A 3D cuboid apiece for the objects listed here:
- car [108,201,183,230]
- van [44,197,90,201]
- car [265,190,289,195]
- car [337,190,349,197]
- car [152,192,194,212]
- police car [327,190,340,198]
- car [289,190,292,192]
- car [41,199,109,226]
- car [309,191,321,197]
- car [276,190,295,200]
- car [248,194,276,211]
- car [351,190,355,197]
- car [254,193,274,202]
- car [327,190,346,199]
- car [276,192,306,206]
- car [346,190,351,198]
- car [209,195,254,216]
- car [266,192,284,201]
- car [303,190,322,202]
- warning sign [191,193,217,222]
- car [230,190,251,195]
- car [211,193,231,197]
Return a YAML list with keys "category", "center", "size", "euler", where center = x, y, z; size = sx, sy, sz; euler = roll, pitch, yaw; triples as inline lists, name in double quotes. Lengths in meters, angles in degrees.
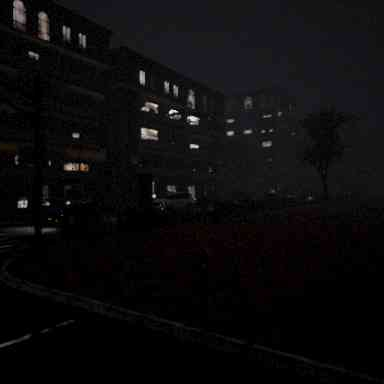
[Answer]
- category: "car"
  center: [-2.797, 1.513, 20.931]
  size: [1.947, 1.339, 4.313]
  euler: [1, 1, 35]
- category: "van"
  center: [-9.686, 1.327, 25.698]
  size: [1.690, 1.788, 3.998]
  euler: [1, 1, 35]
- category: "car"
  center: [11.298, 0.868, 45.952]
  size: [2.097, 1.767, 4.553]
  euler: [0, 1, 35]
- category: "car"
  center: [37.335, 0.292, 82.094]
  size: [1.801, 1.575, 5.366]
  euler: [0, 1, 35]
- category: "car"
  center: [-1.999, 1.043, 32.278]
  size: [2.150, 2.045, 5.566]
  euler: [0, 1, 35]
- category: "police car"
  center: [31.428, 0.414, 73.907]
  size: [1.930, 1.638, 5.238]
  euler: [0, 1, 32]
- category: "car"
  center: [16.978, 0.854, 54.238]
  size: [2.128, 1.511, 4.902]
  euler: [0, 1, 35]
- category: "car"
  center: [-7.934, 1.488, 23.705]
  size: [1.837, 1.490, 4.892]
  euler: [0, 1, 35]
- category: "car"
  center: [31.524, 0.421, 85.224]
  size: [1.887, 1.381, 4.507]
  euler: [1, 1, 35]
- category: "car"
  center: [18.845, 0.529, 66.905]
  size: [2.192, 1.841, 5.009]
  euler: [1, 1, 35]
- category: "car"
  center: [6.713, 1.238, 34.665]
  size: [2.008, 1.369, 4.403]
  euler: [1, 1, 35]
- category: "car"
  center: [38.413, 0.278, 80.450]
  size: [1.967, 1.590, 4.097]
  euler: [1, 1, 35]
- category: "car"
  center: [12.504, 0.950, 57.753]
  size: [1.947, 1.339, 4.313]
  euler: [1, 1, 35]
- category: "car"
  center: [28.904, 0.642, 66.717]
  size: [2.008, 1.369, 4.403]
  euler: [1, 1, 35]
- category: "car"
  center: [13.053, 1.067, 43.823]
  size: [2.008, 1.369, 4.403]
  euler: [1, 1, 35]
- category: "car"
  center: [32.073, 0.558, 71.294]
  size: [2.008, 1.369, 4.403]
  euler: [1, 1, 35]
- category: "car"
  center: [3.542, 1.319, 30.086]
  size: [1.887, 1.381, 4.507]
  euler: [1, 1, 35]
- category: "car"
  center: [15.577, 0.827, 62.190]
  size: [1.752, 1.417, 4.829]
  euler: [1, 1, 35]
- category: "car"
  center: [19.490, 0.868, 53.120]
  size: [1.752, 1.417, 4.829]
  euler: [1, 1, 35]
- category: "warning sign"
  center: [0.814, 1.006, 22.019]
  size: [1.300, 1.860, 1.060]
  euler: [-1, -1, 35]
- category: "car"
  center: [6.075, 0.826, 43.887]
  size: [2.150, 2.045, 5.566]
  euler: [0, 0, 36]
- category: "car"
  center: [2.994, 1.206, 44.016]
  size: [1.947, 1.339, 4.313]
  euler: [1, 1, 35]
